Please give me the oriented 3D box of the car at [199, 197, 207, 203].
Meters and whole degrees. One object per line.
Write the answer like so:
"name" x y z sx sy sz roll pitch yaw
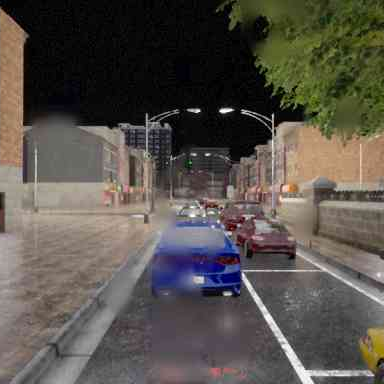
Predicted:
"car" 2.514 1.749 76.890 1.802 1.307 4.206 0 0 0

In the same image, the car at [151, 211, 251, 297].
"car" 0.084 1.481 8.646 1.882 1.535 5.008 0 0 0

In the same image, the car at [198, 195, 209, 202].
"car" 2.542 1.652 60.578 1.887 1.381 4.507 1 0 0

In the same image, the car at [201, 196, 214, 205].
"car" 2.570 1.605 44.267 1.887 1.381 4.507 1 0 0

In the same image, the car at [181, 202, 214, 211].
"car" 0.067 1.561 19.641 2.033 1.411 5.357 0 0 0

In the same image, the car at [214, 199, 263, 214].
"car" 2.618 1.327 17.837 2.192 1.841 5.009 1 0 0

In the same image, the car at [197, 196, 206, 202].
"car" 2.495 1.764 87.765 2.008 1.369 4.403 0 0 0

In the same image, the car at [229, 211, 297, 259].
"car" 2.625 1.588 12.387 1.802 1.307 4.206 1 0 0

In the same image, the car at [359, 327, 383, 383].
"car" 2.644 1.526 1.658 1.752 1.417 4.829 1 0 0

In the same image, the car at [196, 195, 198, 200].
"car" 2.535 1.441 66.017 2.192 1.841 5.009 1 0 0
